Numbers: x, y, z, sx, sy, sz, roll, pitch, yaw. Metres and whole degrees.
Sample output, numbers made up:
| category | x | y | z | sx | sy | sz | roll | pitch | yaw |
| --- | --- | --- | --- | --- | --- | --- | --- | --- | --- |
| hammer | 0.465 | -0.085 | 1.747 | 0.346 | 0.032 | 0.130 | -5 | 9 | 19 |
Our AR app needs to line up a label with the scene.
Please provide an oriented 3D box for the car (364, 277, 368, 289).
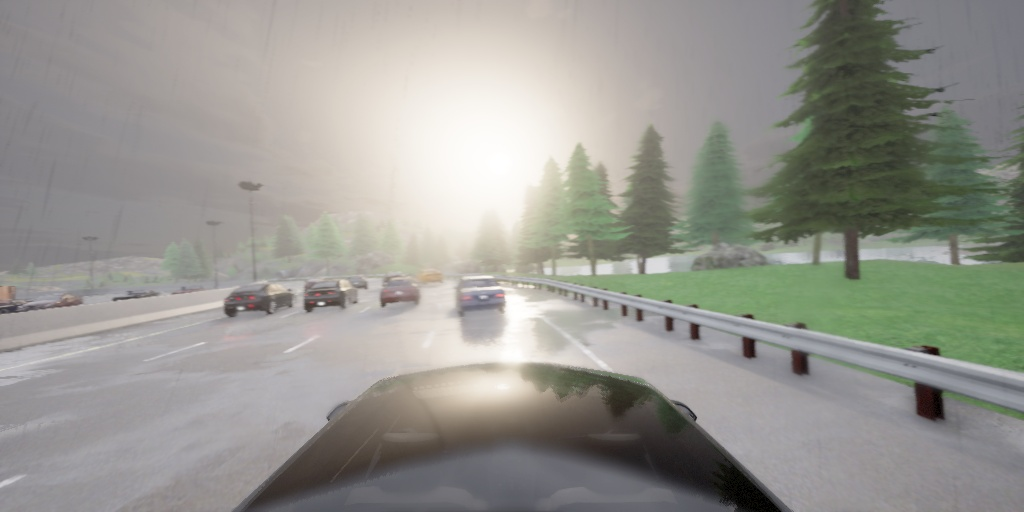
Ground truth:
| category | x | y | z | sx | sy | sz | roll | pitch | yaw |
| --- | --- | --- | --- | --- | --- | --- | --- | --- | --- |
| car | -15.322 | 2.591 | 35.217 | 1.994 | 1.385 | 4.181 | -3 | -1 | -25 |

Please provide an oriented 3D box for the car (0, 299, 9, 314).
| category | x | y | z | sx | sy | sz | roll | pitch | yaw |
| --- | --- | --- | --- | --- | --- | --- | --- | --- | --- |
| car | -38.716 | 3.942 | 27.153 | 1.895 | 1.301 | 4.718 | -3 | -1 | -30 |

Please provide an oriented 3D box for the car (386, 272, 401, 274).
| category | x | y | z | sx | sy | sz | roll | pitch | yaw |
| --- | --- | --- | --- | --- | --- | --- | --- | --- | --- |
| car | -12.014 | 2.320 | 36.399 | 1.882 | 1.535 | 5.008 | -3 | -1 | -25 |

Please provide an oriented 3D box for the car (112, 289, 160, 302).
| category | x | y | z | sx | sy | sz | roll | pitch | yaw |
| --- | --- | --- | --- | --- | --- | --- | --- | --- | --- |
| car | -33.494 | 3.682 | 32.041 | 1.895 | 1.301 | 4.718 | -3 | -1 | -31 |

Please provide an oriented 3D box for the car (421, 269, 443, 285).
| category | x | y | z | sx | sy | sz | roll | pitch | yaw |
| --- | --- | --- | --- | --- | --- | --- | --- | --- | --- |
| car | -8.598 | 2.125 | 37.285 | 1.882 | 1.535 | 5.008 | -3 | -1 | -25 |

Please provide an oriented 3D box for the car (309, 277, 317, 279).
| category | x | y | z | sx | sy | sz | roll | pitch | yaw |
| --- | --- | --- | --- | --- | --- | --- | --- | --- | --- |
| car | -18.889 | 2.760 | 34.634 | 1.812 | 1.442 | 4.674 | -3 | -1 | -26 |

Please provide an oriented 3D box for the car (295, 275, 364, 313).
| category | x | y | z | sx | sy | sz | roll | pitch | yaw |
| --- | --- | --- | --- | --- | --- | --- | --- | --- | --- |
| car | -9.460 | 2.007 | 19.026 | 1.837 | 1.490 | 4.892 | -3 | -1 | -13 |

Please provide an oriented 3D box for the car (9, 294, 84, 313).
| category | x | y | z | sx | sy | sz | roll | pitch | yaw |
| --- | --- | --- | --- | --- | --- | --- | --- | --- | --- |
| car | -34.910 | 3.641 | 27.311 | 1.812 | 1.442 | 4.674 | -3 | -1 | -28 |

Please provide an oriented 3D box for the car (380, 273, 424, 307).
| category | x | y | z | sx | sy | sz | roll | pitch | yaw |
| --- | --- | --- | --- | --- | --- | --- | --- | --- | --- |
| car | -6.046 | 1.869 | 19.702 | 1.994 | 1.385 | 4.181 | -3 | -1 | -13 |

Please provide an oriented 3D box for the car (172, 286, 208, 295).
| category | x | y | z | sx | sy | sz | roll | pitch | yaw |
| --- | --- | --- | --- | --- | --- | --- | --- | --- | --- |
| car | -30.898 | 3.553 | 34.478 | 1.895 | 1.301 | 4.718 | -3 | -1 | -31 |

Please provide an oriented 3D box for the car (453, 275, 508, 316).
| category | x | y | z | sx | sy | sz | roll | pitch | yaw |
| --- | --- | --- | --- | --- | --- | --- | --- | --- | --- |
| car | -1.401 | 1.522 | 14.818 | 2.033 | 1.411 | 5.357 | -3 | -1 | -10 |

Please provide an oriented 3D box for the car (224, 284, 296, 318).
| category | x | y | z | sx | sy | sz | roll | pitch | yaw |
| --- | --- | --- | --- | --- | --- | --- | --- | --- | --- |
| car | -12.972 | 2.214 | 18.748 | 1.837 | 1.490 | 4.892 | -3 | -1 | -14 |
